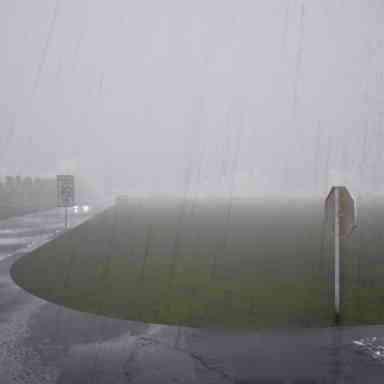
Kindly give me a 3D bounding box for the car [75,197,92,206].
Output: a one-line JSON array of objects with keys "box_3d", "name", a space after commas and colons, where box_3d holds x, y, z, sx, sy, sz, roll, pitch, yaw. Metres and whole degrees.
[{"box_3d": [-16.407, 1.337, 50.373, 1.895, 1.301, 4.718, 0, 0, -9], "name": "car"}]
